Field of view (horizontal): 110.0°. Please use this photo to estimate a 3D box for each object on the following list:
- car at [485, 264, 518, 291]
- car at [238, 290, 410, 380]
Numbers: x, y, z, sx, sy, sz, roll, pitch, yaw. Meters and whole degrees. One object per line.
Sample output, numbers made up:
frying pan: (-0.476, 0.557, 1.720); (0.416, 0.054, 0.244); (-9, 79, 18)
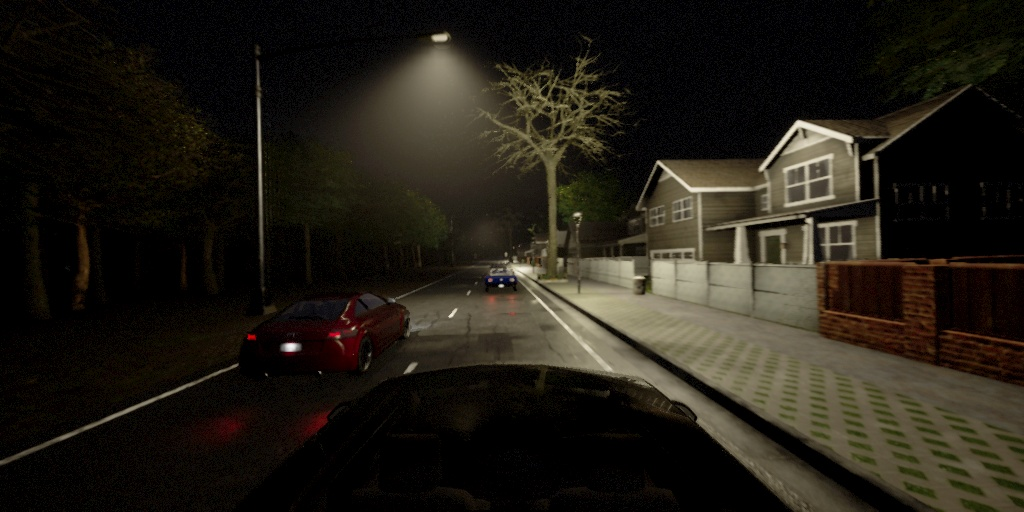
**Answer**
car: (-0.703, 1.406, 22.513); (1.895, 1.301, 4.718); (-1, 0, -2)
car: (-3.550, 1.404, 7.612); (1.994, 1.385, 4.181); (-1, 0, -3)
